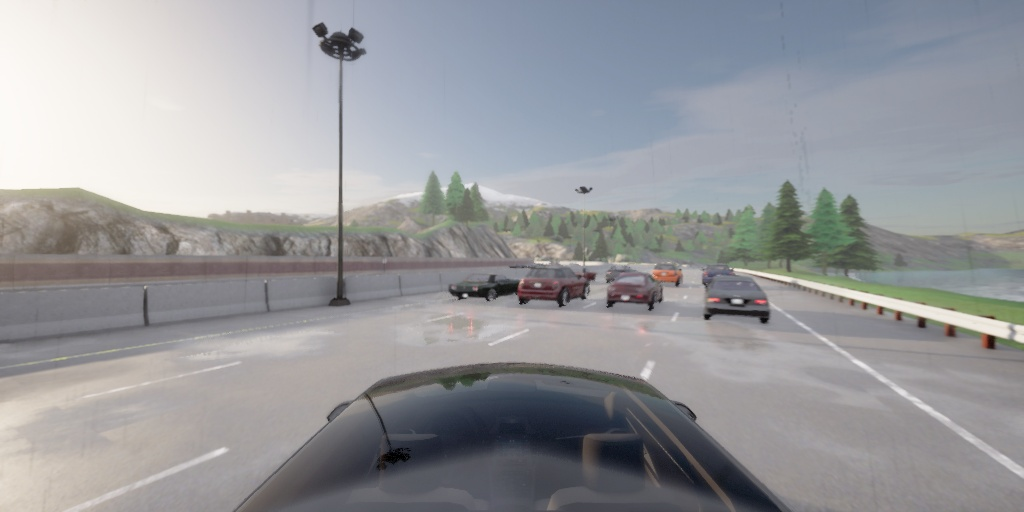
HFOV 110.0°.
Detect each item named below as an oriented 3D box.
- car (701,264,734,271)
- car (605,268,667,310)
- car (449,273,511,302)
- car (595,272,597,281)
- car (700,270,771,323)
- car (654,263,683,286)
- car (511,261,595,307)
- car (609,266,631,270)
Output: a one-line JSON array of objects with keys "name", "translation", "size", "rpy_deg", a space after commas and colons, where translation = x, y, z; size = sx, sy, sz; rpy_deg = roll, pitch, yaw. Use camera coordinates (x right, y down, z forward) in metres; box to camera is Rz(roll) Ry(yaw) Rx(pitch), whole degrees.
[{"name": "car", "translation": [15.357, 1.356, 26.794], "size": [2.097, 1.767, 4.553], "rpy_deg": [0, -1, 29]}, {"name": "car", "translation": [5.407, 1.421, 15.650], "size": [1.812, 1.442, 4.674], "rpy_deg": [0, 0, 29]}, {"name": "car", "translation": [-1.074, 1.533, 18.385], "size": [1.895, 1.301, 4.718], "rpy_deg": [0, -1, 29]}, {"name": "car", "translation": [6.020, 1.668, 31.601], "size": [1.895, 1.301, 4.718], "rpy_deg": [0, -1, 29]}, {"name": "car", "translation": [7.834, 1.409, 12.792], "size": [2.033, 1.411, 5.357], "rpy_deg": [0, -1, 28]}, {"name": "car", "translation": [12.273, 1.377, 28.450], "size": [2.097, 1.767, 4.553], "rpy_deg": [0, -1, 29]}, {"name": "car", "translation": [2.096, 1.263, 16.888], "size": [2.097, 1.767, 4.553], "rpy_deg": [0, -1, 29]}, {"name": "car", "translation": [9.226, 1.541, 30.171], "size": [2.128, 1.511, 4.902], "rpy_deg": [0, -1, 29]}]
